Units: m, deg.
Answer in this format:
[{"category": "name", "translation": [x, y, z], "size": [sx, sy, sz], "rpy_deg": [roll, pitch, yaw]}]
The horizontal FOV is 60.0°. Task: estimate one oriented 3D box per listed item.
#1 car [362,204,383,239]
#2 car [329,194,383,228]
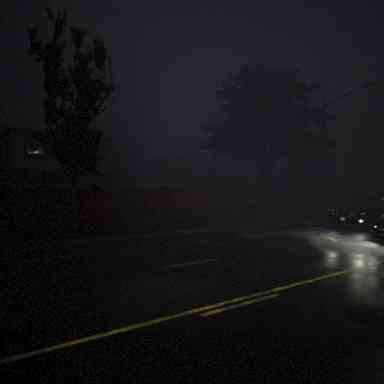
[{"category": "car", "translation": [10.287, 1.431, 15.622], "size": [4.892, 1.490, 1.837], "rpy_deg": [0, 0, -35]}, {"category": "car", "translation": [10.671, 1.135, 20.194], "size": [5.566, 2.045, 2.150], "rpy_deg": [0, 0, -35]}]
